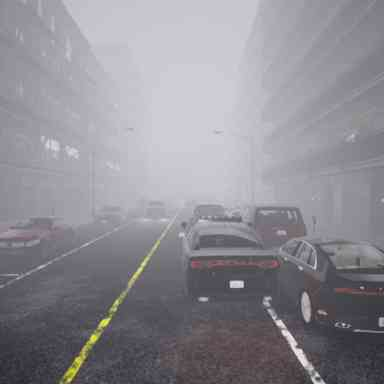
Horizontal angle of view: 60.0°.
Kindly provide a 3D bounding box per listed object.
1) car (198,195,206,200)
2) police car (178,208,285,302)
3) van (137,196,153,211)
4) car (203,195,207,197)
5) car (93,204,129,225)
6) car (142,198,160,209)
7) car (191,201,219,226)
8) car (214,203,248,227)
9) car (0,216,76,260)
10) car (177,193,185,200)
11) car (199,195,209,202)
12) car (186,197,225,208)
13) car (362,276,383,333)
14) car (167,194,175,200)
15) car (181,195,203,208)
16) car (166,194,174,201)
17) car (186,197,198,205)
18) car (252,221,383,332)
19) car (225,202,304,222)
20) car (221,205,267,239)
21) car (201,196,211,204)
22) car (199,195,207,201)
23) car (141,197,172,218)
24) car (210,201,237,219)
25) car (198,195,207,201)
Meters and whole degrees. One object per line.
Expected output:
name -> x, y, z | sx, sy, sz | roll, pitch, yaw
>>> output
car -> 2.671, 1.492, 91.803 | 2.008, 1.369, 4.403 | 1, 0, 0
police car -> 0.694, 1.425, 8.444 | 1.930, 1.638, 5.238 | 0, 0, -2
van -> -5.690, 1.331, 40.824 | 1.690, 1.788, 3.998 | 1, 0, 0
car -> 2.683, 1.418, 57.779 | 1.967, 1.590, 4.097 | 1, 0, 0
car -> -5.688, 1.562, 23.810 | 1.947, 1.339, 4.313 | 1, 0, 0
car -> -5.695, 1.532, 46.495 | 1.887, 1.381, 4.507 | 1, 0, 0
car -> 0.836, 1.501, 24.349 | 1.837, 1.490, 4.892 | 0, 0, 0
car -> 2.692, 1.541, 23.754 | 1.887, 1.381, 4.507 | 1, 0, 0
car -> -5.685, 1.581, 12.467 | 1.802, 1.307, 4.206 | 1, 0, 0
car -> -3.031, 1.166, 90.386 | 2.150, 2.045, 5.566 | 0, 0, 0
car -> 2.678, 1.402, 74.790 | 1.967, 1.590, 4.097 | 1, 0, 0
car -> 0.858, 1.350, 18.318 | 2.097, 1.767, 4.553 | 0, 0, 0
car -> 2.700, 1.551, 1.070 | 2.008, 1.369, 4.403 | 1, 0, 0
car -> -5.707, 1.382, 91.867 | 1.967, 1.590, 4.097 | 1, 0, 0
car -> -0.004, 1.479, 44.916 | 2.128, 1.511, 4.902 | 0, 0, 0
car -> -5.704, 1.527, 74.853 | 1.947, 1.339, 4.313 | 1, 0, 0
car -> -0.020, 1.541, 58.527 | 1.994, 1.385, 4.181 | 0, 0, 0
car -> 2.698, 1.551, 6.740 | 2.008, 1.369, 4.403 | 1, 0, 0
car -> 2.699, 1.315, 12.412 | 2.192, 1.841, 5.009 | 1, 0, 0
car -> 2.695, 1.523, 18.253 | 1.752, 1.417, 4.829 | 1, 0, 0
car -> 2.681, 1.555, 63.451 | 1.802, 1.307, 4.206 | 1, 0, 0
car -> 2.675, 1.500, 80.462 | 1.887, 1.381, 4.507 | 1, 0, 0
car -> -3.112, 1.499, 29.842 | 1.837, 1.490, 4.892 | 0, 0, 0
car -> 2.691, 1.539, 29.424 | 1.887, 1.381, 4.507 | 1, 0, 0
car -> 2.673, 1.499, 86.132 | 2.008, 1.369, 4.403 | 1, 0, 0
